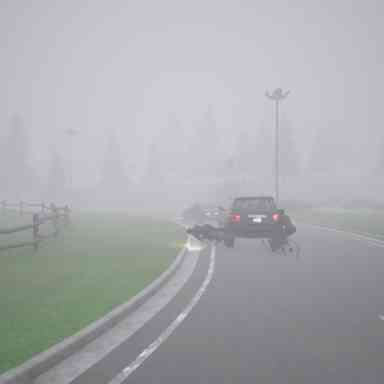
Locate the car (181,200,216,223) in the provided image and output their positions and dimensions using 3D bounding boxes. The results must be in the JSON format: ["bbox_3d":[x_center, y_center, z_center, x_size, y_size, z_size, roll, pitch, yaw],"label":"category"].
[{"bbox_3d":[0.814,1.547,25.378,2.033,1.411,5.357,0,0,-20],"label":"car"}]

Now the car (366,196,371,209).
[{"bbox_3d":[24.418,1.492,40.196,4.902,1.511,2.128,0,0,2],"label":"car"}]

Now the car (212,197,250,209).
[{"bbox_3d":[5.136,1.477,44.491,5.008,1.535,1.882,0,0,2],"label":"car"}]

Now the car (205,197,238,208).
[{"bbox_3d":[4.161,1.525,48.033,4.674,1.442,1.812,0,0,2],"label":"car"}]

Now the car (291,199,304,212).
[{"bbox_3d":[9.699,1.525,37.300,4.674,1.442,1.812,0,0,2],"label":"car"}]

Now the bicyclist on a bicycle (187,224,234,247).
[{"bbox_3d":[0.642,1.637,12.612,1.620,0.582,1.656,17,-34,-8],"label":"bicyclist on a bicycle"}]

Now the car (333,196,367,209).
[{"bbox_3d":[21.655,1.351,43.815,4.553,1.767,2.097,0,0,2],"label":"car"}]

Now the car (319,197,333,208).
[{"bbox_3d":[20.136,1.477,47.377,5.008,1.535,1.882,0,0,2],"label":"car"}]

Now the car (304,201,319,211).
[{"bbox_3d":[12.142,1.547,40.702,5.357,1.411,2.033,0,0,2],"label":"car"}]

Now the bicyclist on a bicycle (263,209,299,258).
[{"bbox_3d":[3.177,1.447,11.765,0.582,1.620,1.656,0,11,-35],"label":"bicyclist on a bicycle"}]

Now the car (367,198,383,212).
[{"bbox_3d":[22.456,1.601,36.776,4.718,1.301,1.895,0,0,2],"label":"car"}]

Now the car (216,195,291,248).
[{"bbox_3d":[2.449,1.195,14.888,2.150,2.045,5.566,-1,-1,1],"label":"car"}]
